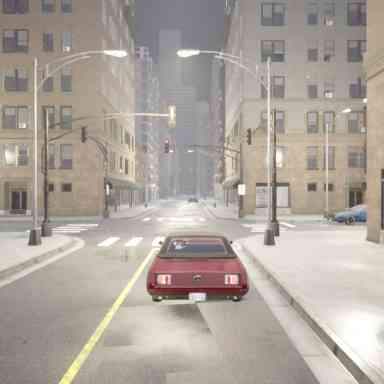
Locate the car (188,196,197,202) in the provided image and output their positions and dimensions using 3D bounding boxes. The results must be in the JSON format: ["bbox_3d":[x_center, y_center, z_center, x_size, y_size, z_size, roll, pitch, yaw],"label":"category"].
[{"bbox_3d":[0.098,1.566,75.127,1.895,1.301,4.718,0,0,0],"label":"car"}]

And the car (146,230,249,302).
[{"bbox_3d":[0.093,1.601,8.214,1.895,1.301,4.718,0,0,0],"label":"car"}]

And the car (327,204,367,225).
[{"bbox_3d":[12.198,1.512,22.804,5.357,1.411,2.033,0,0,3],"label":"car"}]

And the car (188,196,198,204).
[{"bbox_3d":[0.180,1.507,65.198,1.812,1.442,4.674,0,0,0],"label":"car"}]
